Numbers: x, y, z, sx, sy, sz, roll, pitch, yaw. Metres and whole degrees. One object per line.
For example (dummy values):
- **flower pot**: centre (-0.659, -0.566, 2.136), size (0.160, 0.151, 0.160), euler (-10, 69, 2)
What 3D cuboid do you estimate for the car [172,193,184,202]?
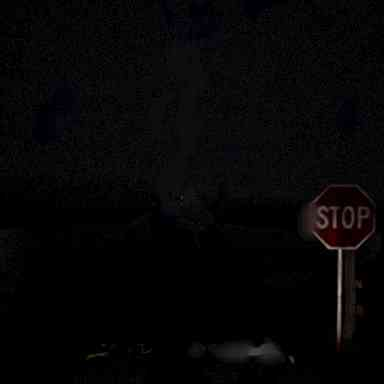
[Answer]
- **car**: centre (-2.729, 1.025, 65.419), size (2.097, 1.767, 4.553), euler (0, 0, 0)
